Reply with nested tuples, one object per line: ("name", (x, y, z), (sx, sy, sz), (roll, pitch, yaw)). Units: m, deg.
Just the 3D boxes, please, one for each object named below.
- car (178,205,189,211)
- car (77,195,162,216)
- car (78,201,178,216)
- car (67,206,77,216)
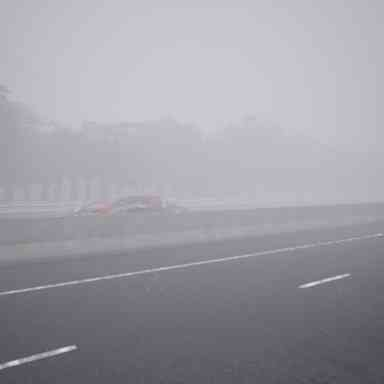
("car", (-2.742, 1.510, 27.641), (5.357, 1.411, 2.033), (0, 0, -35))
("car", (-4.406, 1.200, 22.305), (5.566, 2.045, 2.150), (0, 0, -35))
("car", (-3.517, 1.488, 18.648), (4.892, 1.490, 1.837), (0, 0, -35))
("car", (-7.862, 1.329, 27.502), (4.553, 1.767, 2.097), (0, 0, -38))
